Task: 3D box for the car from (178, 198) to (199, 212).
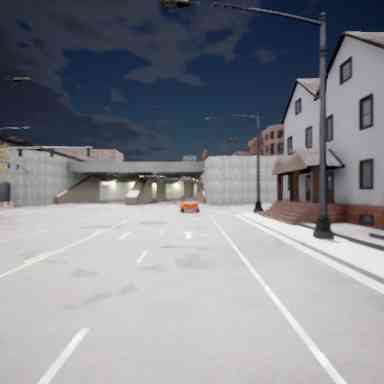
[{"bbox_3d":[-0.504,1.460,40.354,2.097,1.767,4.553,0,0,-8],"label":"car"}]
